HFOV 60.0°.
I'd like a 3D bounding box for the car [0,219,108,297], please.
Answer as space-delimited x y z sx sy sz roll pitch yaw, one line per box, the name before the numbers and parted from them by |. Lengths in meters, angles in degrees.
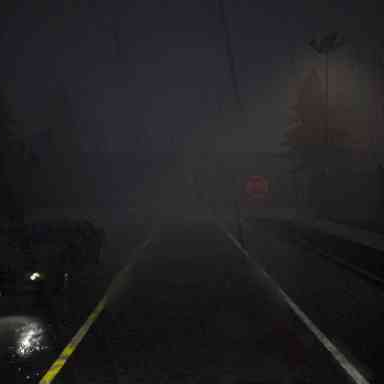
car | -3.658 1.452 8.763 2.033 1.411 5.357 0 1 0
